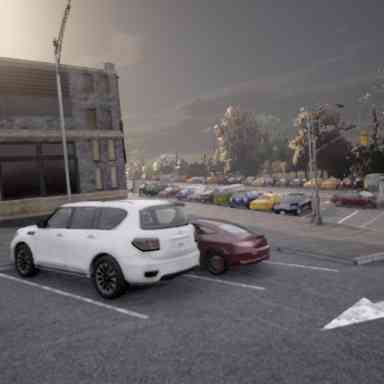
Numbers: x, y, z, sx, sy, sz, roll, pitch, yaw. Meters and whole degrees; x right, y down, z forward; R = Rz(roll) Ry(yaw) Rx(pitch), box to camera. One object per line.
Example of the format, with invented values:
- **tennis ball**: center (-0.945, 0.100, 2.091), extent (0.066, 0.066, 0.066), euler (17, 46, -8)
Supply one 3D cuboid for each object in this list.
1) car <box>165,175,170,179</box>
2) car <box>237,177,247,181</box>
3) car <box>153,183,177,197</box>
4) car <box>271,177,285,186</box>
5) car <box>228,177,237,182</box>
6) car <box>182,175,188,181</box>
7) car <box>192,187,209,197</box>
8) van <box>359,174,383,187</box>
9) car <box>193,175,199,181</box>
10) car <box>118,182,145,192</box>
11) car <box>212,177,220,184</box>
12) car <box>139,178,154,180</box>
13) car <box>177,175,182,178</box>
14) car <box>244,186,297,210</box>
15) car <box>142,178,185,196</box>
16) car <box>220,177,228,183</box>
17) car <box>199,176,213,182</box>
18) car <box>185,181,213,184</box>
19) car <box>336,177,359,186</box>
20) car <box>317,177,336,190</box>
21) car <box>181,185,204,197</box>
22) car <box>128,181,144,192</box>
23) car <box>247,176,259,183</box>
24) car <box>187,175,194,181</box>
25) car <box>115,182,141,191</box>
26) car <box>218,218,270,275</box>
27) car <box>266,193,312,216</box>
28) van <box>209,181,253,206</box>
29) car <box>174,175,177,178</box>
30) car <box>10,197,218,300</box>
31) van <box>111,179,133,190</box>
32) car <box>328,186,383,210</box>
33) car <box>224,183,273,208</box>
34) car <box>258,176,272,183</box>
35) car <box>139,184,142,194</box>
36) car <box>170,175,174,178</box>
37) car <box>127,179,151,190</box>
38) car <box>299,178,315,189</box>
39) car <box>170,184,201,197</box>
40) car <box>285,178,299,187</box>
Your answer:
- **car**: center (-4.192, -3.605, 93.308), extent (5.366, 1.575, 1.946), euler (-7, 6, -44)
- **car**: center (11.098, -2.083, 61.260), extent (2.185, 1.767, 4.553), euler (2, 6, 43)
- **car**: center (-2.927, -0.062, 48.692), extent (2.002, 1.452, 4.674), euler (1, 7, 43)
- **car**: center (15.164, -1.531, 53.372), extent (2.002, 1.452, 4.674), euler (1, 5, 42)
- **car**: center (9.742, -2.087, 63.890), extent (2.097, 1.535, 5.008), euler (1, 6, 44)
- **car**: center (0.711, -3.035, 82.478), extent (5.366, 1.575, 1.946), euler (-7, 6, -44)
- **car**: center (2.728, 0.404, 38.027), extent (2.231, 1.521, 4.892), euler (0, 6, 41)
- **van**: center (22.201, -1.178, 40.297), extent (1.878, 1.987, 4.442), euler (1, 6, 41)
- **car**: center (3.294, -2.889, 77.194), extent (4.553, 1.767, 2.185), euler (-7, 6, -44)
- **car**: center (-12.229, -1.045, 67.663), extent (2.231, 1.521, 4.892), euler (1, 7, 45)
- **car**: center (7.156, -2.328, 69.230), extent (2.163, 1.488, 4.792), euler (1, 6, 44)
- **car**: center (-10.833, -1.747, 75.937), extent (1.994, 1.385, 4.181), euler (-6, 5, -24)
- **car**: center (-0.385, -3.443, 85.315), extent (5.566, 2.045, 2.435), euler (-7, 6, -44)
- **car**: center (7.269, 0.738, 30.267), extent (1.946, 1.575, 5.366), euler (0, 6, 40)
- **car**: center (-4.315, -0.484, 51.379), extent (2.435, 2.045, 5.566), euler (0, 6, 43)
- **car**: center (8.417, -2.188, 66.518), extent (2.163, 1.488, 4.792), euler (2, 6, 44)
- **car**: center (4.572, -2.627, 74.539), extent (5.008, 1.535, 2.097), euler (-7, 6, -45)
- **car**: center (0.839, -0.529, 51.790), extent (1.812, 1.442, 4.674), euler (-6, 5, -27)
- **car**: center (20.802, -1.204, 42.946), extent (2.185, 1.767, 4.553), euler (1, 5, 41)
- **car**: center (19.514, -1.221, 45.704), extent (1.946, 1.575, 5.366), euler (1, 5, 41)
- **car**: center (1.302, 0.318, 40.686), extent (2.002, 1.452, 4.674), euler (1, 7, 41)
- **car**: center (-8.341, -0.631, 59.482), extent (2.097, 1.535, 5.008), euler (1, 7, 44)
- **car**: center (12.550, -1.845, 58.752), extent (1.946, 1.575, 5.366), euler (1, 6, 43)
- **car**: center (2.071, -2.905, 79.912), extent (4.892, 1.521, 2.231), euler (-7, 6, -44)
- **car**: center (-13.518, -1.185, 70.389), extent (2.097, 1.535, 5.008), euler (0, 7, 45)
- **car**: center (0.078, 1.519, 10.327), extent (4.674, 1.452, 2.002), euler (-1, 0, 35)
- **car**: center (8.477, 0.929, 27.461), extent (2.163, 1.488, 4.792), euler (0, 7, 40)
- **van**: center (4.247, 0.286, 35.456), extent (1.878, 1.987, 4.442), euler (0, 6, 41)
- **car**: center (-1.631, -3.301, 87.999), extent (4.792, 1.488, 2.163), euler (-7, 6, -44)
- **car**: center (-2.426, 1.232, 8.615), extent (5.566, 2.045, 2.435), euler (-1, -1, 35)
- **van**: center (-15.950, -1.708, 75.932), extent (4.442, 1.987, 1.878), euler (-9, 7, -44)
- **car**: center (13.983, 0.586, 27.850), extent (1.812, 1.442, 4.674), euler (-6, 5, -30)
- **car**: center (5.632, 0.522, 32.719), extent (2.185, 1.767, 4.553), euler (0, 6, 41)
- **car**: center (13.759, -1.820, 55.959), extent (2.185, 1.767, 4.553), euler (1, 6, 43)
- **car**: center (-5.680, -0.362, 54.069), extent (2.097, 1.535, 5.008), euler (0, 7, 43)
- **car**: center (-2.817, -3.449, 90.755), extent (4.792, 1.488, 2.163), euler (-7, 6, -44)
- **car**: center (-10.944, -1.033, 64.927), extent (2.185, 1.767, 4.553), euler (1, 7, 44)
- **car**: center (17.850, -1.310, 48.018), extent (1.946, 1.575, 5.366), euler (1, 6, 42)
- **car**: center (-0.131, 0.194, 43.347), extent (2.002, 1.452, 4.674), euler (0, 6, 42)
- **car**: center (16.559, -1.406, 50.763), extent (2.002, 1.452, 4.674), euler (1, 5, 42)
